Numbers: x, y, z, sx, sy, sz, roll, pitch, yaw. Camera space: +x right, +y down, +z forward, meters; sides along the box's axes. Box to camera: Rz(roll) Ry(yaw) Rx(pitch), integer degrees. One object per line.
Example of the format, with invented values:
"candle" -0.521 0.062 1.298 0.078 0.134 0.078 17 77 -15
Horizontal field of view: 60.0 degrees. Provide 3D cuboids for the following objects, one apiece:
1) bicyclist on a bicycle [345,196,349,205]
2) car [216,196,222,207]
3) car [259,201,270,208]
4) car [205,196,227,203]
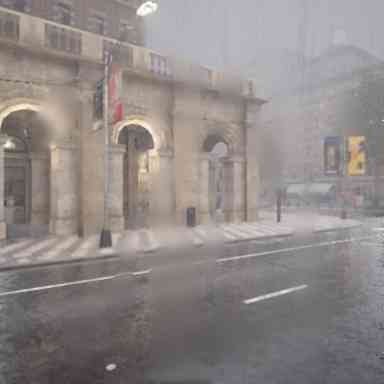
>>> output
"bicyclist on a bicycle" 26.566 1.421 57.222 1.656 1.620 0.582 0 0 -36
"car" 1.958 1.659 46.670 1.895 1.301 4.718 0 0 -36
"car" 9.029 1.679 48.238 1.895 1.301 4.718 0 0 -36
"car" 5.291 1.623 73.253 2.128 1.511 4.902 0 0 -36
